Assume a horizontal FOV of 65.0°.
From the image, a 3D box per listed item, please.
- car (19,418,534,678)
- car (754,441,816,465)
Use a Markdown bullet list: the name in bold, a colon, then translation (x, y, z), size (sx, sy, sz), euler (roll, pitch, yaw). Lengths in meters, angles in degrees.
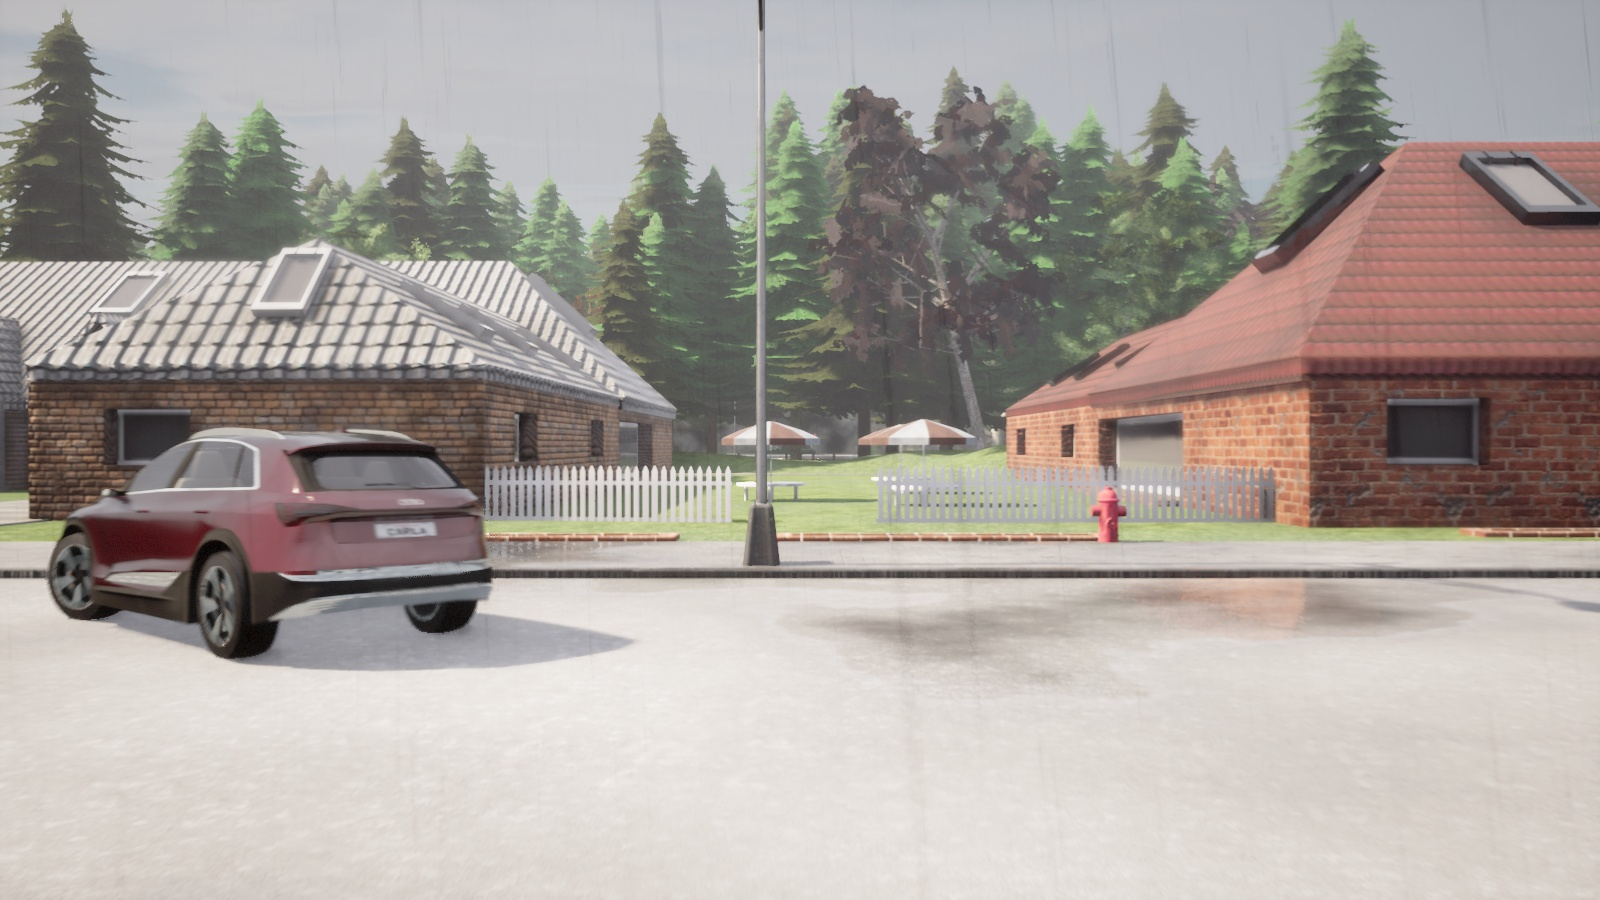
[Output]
- **car**: translation (-4.495, 0.630, 10.352), size (4.856, 1.649, 2.033), euler (0, 0, 42)
- **car**: translation (-1.113, 0.214, 94.158), size (4.553, 1.767, 2.097), euler (0, 0, 0)
